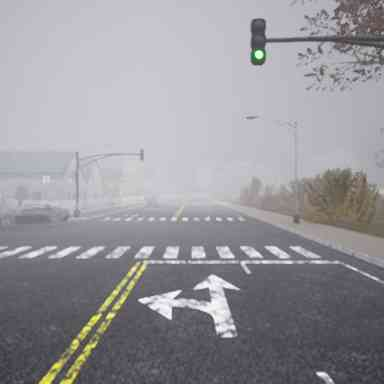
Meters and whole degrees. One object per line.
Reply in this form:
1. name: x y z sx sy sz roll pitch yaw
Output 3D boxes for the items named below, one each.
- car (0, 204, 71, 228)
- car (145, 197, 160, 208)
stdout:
1. car: -10.877 1.587 22.748 4.902 1.511 2.128 1 1 -30
2. car: -6.477 1.639 54.541 2.097 1.767 4.553 0 -1 0
